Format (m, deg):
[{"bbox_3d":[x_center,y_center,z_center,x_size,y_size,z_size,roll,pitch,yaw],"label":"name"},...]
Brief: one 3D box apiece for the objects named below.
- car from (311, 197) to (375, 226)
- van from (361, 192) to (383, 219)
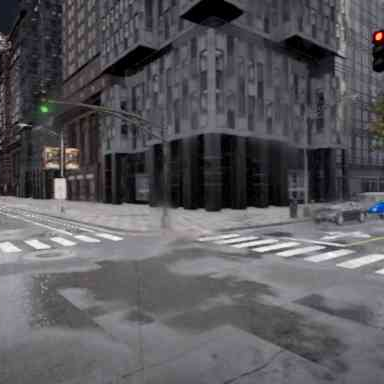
[{"bbox_3d":[9.060,1.220,20.474,4.403,1.369,2.008,-1,1,-38],"label":"car"},{"bbox_3d":[13.506,0.924,23.903,3.998,1.788,1.690,-1,1,-38],"label":"van"}]
